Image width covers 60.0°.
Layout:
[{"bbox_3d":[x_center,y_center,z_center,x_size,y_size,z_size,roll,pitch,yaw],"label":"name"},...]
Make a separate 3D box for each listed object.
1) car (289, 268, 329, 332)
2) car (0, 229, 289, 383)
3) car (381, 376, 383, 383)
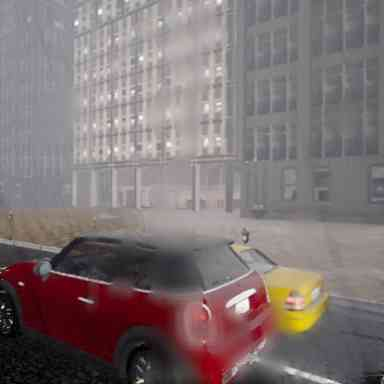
[{"bbox_3d":[0.039,1.541,6.527,4.829,1.417,1.752,0,0,36],"label":"car"},{"bbox_3d":[-1.139,1.363,5.115,4.553,1.767,2.097,0,0,36],"label":"car"},{"bbox_3d":[3.695,1.514,1.611,4.892,1.490,1.837,0,0,36],"label":"car"}]
